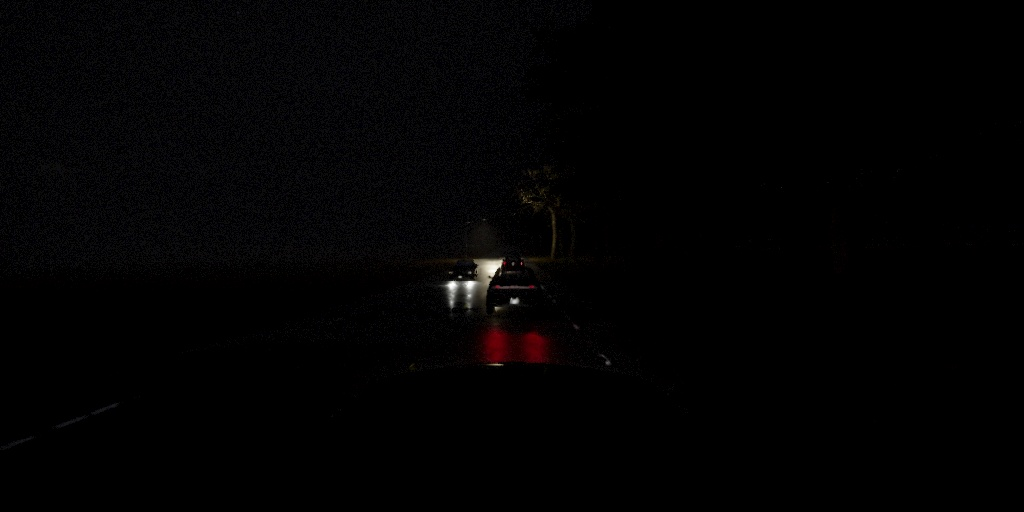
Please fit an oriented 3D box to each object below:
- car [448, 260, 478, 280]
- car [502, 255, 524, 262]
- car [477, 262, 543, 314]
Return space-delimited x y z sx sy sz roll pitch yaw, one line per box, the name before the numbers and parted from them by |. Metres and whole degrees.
car | -3.587 1.016 27.409 2.033 1.411 5.357 0 1 0
car | 0.110 0.687 34.626 2.097 1.767 4.553 0 1 0
car | 0.086 1.144 13.262 2.128 1.511 4.902 0 1 0
